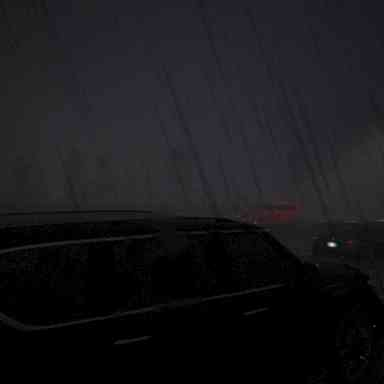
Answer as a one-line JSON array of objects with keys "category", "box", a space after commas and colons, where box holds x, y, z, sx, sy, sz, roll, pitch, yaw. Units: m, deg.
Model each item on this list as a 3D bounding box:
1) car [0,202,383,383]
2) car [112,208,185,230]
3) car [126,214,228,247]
[{"category": "car", "box": [-0.146, 1.234, 3.643, 5.566, 2.045, 2.150, 1, 0, -36]}, {"category": "car", "box": [-2.999, 1.851, 23.353, 4.718, 1.301, 1.895, 3, -1, -35]}, {"category": "car", "box": [-0.663, 1.778, 16.421, 4.718, 1.301, 1.895, 2, -1, -35]}]
